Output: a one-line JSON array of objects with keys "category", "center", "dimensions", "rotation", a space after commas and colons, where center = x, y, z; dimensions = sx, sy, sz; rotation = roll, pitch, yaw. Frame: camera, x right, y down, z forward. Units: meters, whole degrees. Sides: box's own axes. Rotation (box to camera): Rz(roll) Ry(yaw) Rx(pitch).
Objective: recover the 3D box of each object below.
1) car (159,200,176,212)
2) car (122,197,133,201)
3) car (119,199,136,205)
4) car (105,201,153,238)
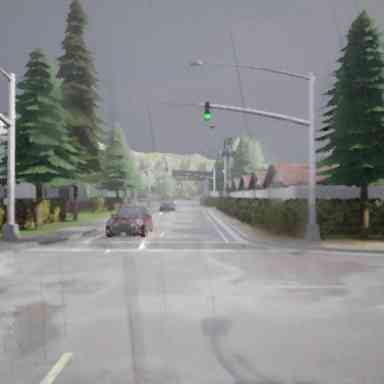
[{"category": "car", "center": [-3.511, 1.962, 48.125], "dimensions": [2.097, 1.767, 4.553], "rotation": [0, -1, 0]}, {"category": "car", "center": [-16.794, 2.095, 80.033], "dimensions": [3.866, 1.878, 1.905], "rotation": [0, -1, -1]}, {"category": "car", "center": [-16.203, 2.421, 83.357], "dimensions": [3.806, 1.475, 1.970], "rotation": [0, -1, -1]}, {"category": "car", "center": [-3.505, 1.599, 19.252], "dimensions": [2.097, 1.767, 4.553], "rotation": [0, -1, 0]}]
